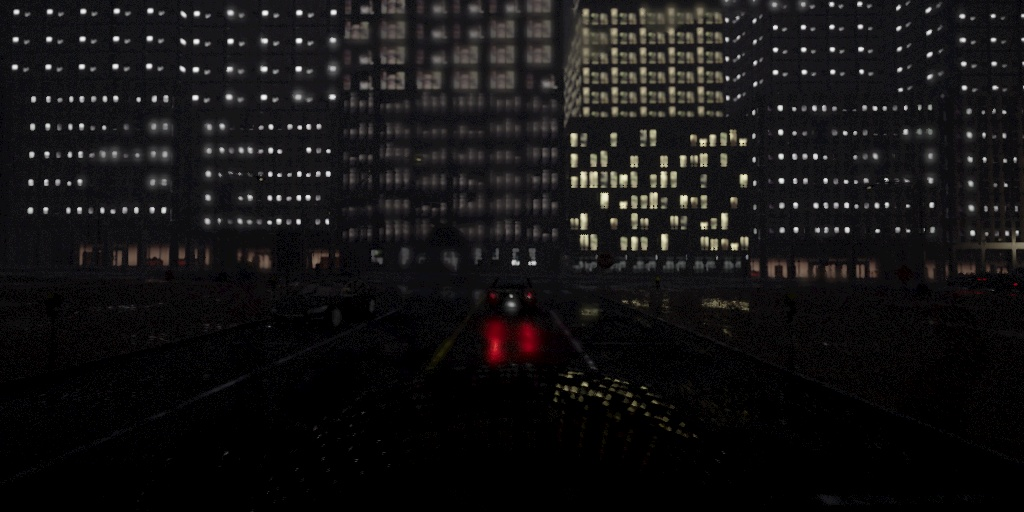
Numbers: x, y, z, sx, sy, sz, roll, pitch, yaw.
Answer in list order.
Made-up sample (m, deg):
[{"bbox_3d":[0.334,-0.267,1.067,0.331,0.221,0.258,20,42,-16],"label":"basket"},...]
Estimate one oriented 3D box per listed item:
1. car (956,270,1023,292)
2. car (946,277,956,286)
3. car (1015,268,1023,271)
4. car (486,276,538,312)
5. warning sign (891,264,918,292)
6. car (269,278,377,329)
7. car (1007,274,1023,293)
[{"bbox_3d":[41.363,2.215,30.150,4.902,1.511,2.128,1,-1,1],"label":"car"},{"bbox_3d":[47.489,2.446,36.606,4.902,1.511,2.128,1,-1,1],"label":"car"},{"bbox_3d":[48.406,2.128,33.341,5.566,2.045,2.150,1,-1,1],"label":"car"},{"bbox_3d":[0.037,1.490,15.113,1.895,1.301,4.718,0,-1,1],"label":"car"},{"bbox_3d":[26.600,1.476,24.244,1.060,1.860,1.300,0,0,1],"label":"warning sign"},{"bbox_3d":[-5.817,1.403,11.584,2.007,1.370,4.403,0,0,0],"label":"car"},{"bbox_3d":[41.052,2.252,26.905,4.718,1.301,1.895,1,-1,1],"label":"car"}]
